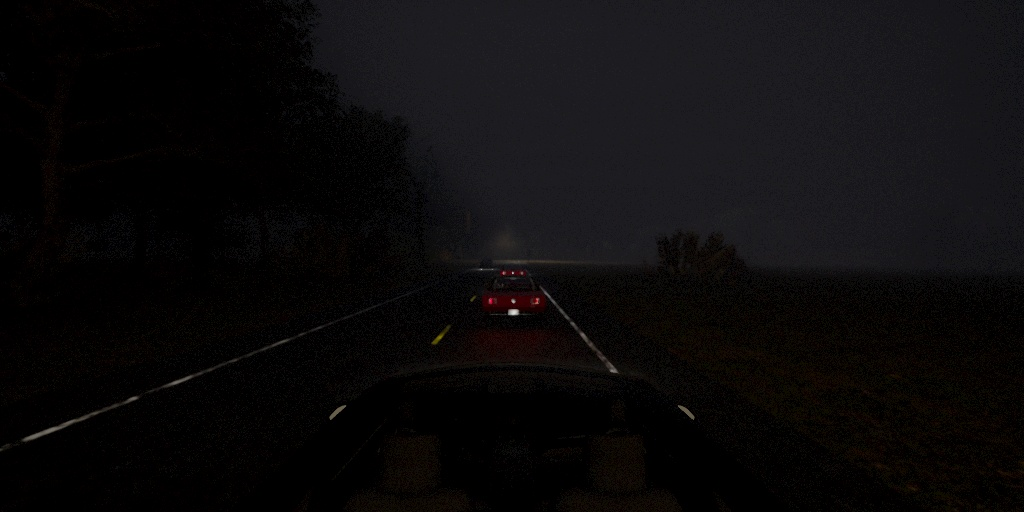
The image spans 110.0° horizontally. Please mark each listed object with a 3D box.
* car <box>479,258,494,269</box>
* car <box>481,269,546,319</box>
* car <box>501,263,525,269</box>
[{"bbox_3d":[-3.566,1.033,50.566,2.033,1.411,5.357,0,0,0],"label":"car"},{"bbox_3d":[0.067,1.296,12.398,1.895,1.301,4.718,0,0,0],"label":"car"},{"bbox_3d":[0.072,1.216,27.396,1.895,1.301,4.718,0,0,0],"label":"car"}]
